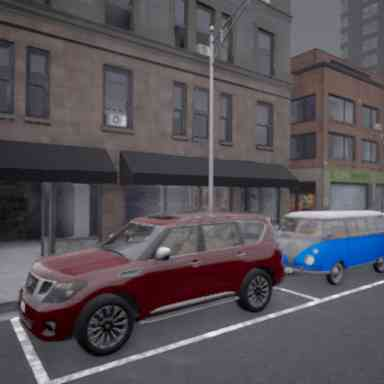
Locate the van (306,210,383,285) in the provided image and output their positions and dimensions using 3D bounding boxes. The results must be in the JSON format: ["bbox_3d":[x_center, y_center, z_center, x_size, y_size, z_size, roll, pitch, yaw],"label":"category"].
[{"bbox_3d":[4.092,1.423,9.456,3.998,1.788,1.690,1,-1,-36],"label":"van"}]

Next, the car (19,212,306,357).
[{"bbox_3d":[-0.385,1.345,6.261,5.009,1.841,2.192,1,-1,-36],"label":"car"}]
